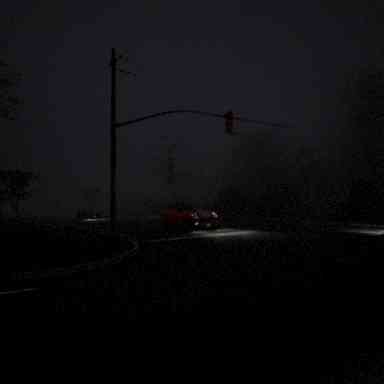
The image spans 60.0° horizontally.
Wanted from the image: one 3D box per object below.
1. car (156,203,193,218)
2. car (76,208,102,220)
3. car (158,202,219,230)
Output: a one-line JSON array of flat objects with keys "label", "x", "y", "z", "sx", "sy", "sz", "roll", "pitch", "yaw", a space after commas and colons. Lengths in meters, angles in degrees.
[{"label": "car", "x": -2.045, "y": 2.120, "z": 37.399, "sx": 1.882, "sy": 1.535, "sz": 5.008, "roll": 0, "pitch": -3, "yaw": -34}, {"label": "car", "x": -12.569, "y": 2.584, "z": 40.259, "sx": 2.033, "sy": 1.411, "sz": 5.357, "roll": 0, "pitch": -3, "yaw": -34}, {"label": "car", "x": -0.252, "y": 1.486, "z": 22.160, "sx": 2.097, "sy": 1.767, "sz": 4.553, "roll": 0, "pitch": -1, "yaw": -35}]
